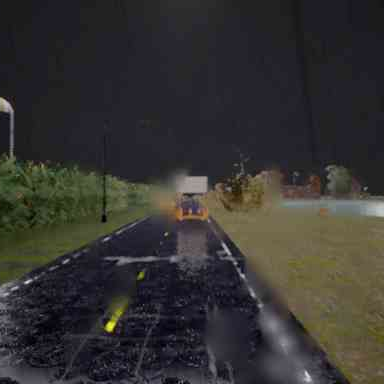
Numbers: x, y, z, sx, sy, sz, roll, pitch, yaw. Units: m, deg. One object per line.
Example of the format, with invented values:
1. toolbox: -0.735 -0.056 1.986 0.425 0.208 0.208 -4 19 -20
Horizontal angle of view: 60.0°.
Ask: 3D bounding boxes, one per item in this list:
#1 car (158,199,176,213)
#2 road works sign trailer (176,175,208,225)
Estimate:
1. car: -2.851 1.585 38.362 1.882 1.535 5.008 0 0 0
2. road works sign trailer: -0.006 0.522 24.559 2.380 3.560 2.880 0 0 0
